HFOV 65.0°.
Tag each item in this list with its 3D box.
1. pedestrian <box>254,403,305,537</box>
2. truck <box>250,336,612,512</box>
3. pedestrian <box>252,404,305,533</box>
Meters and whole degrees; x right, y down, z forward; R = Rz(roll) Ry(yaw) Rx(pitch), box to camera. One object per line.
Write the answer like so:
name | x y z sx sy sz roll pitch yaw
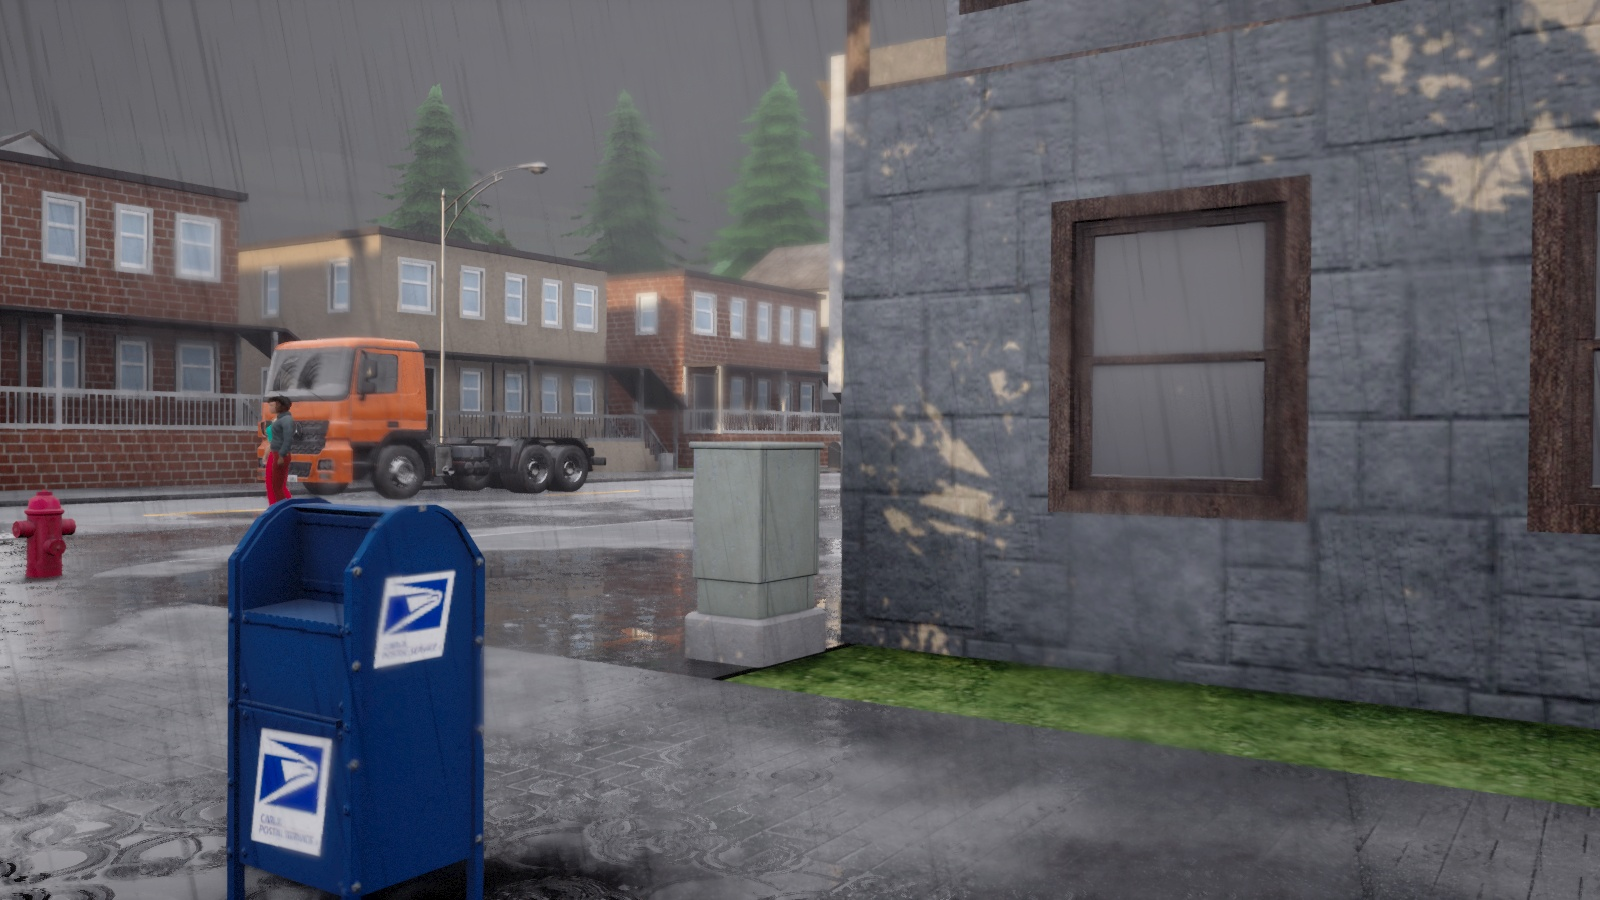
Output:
pedestrian | -7.312 0.267 17.629 0.614 1.847 0.353 -1 1 -26
truck | -8.083 -0.569 28.753 2.891 3.462 7.936 0 1 33
pedestrian | -7.574 0.261 18.241 0.594 1.836 0.345 -1 1 -44
